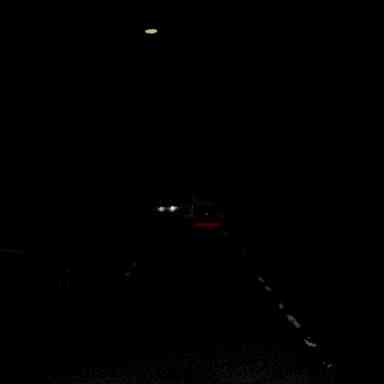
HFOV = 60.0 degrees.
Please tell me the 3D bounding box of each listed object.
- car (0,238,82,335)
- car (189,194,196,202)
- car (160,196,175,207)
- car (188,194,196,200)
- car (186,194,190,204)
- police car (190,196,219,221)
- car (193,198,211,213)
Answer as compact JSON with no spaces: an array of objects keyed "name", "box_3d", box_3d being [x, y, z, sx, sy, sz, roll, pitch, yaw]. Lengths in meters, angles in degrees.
[{"name":"car","box_3d":[-3.601,1.583,5.821,1.895,1.301,4.718,0,0,0]},{"name":"car","box_3d":[1.032,1.237,42.286,2.097,1.767,4.553,0,0,0]},{"name":"car","box_3d":[-3.597,1.347,49.142,1.882,1.535,5.008,0,0,0]},{"name":"car","box_3d":[-0.034,1.159,81.915,1.837,1.490,4.892,0,0,0]},{"name":"car","box_3d":[-0.025,1.322,60.504,1.882,1.535,5.008,0,0,0]},{"name":"police car","box_3d":[1.039,1.351,26.424,1.930,1.638,5.238,0,0,0]},{"name":"car","box_3d":[1.035,1.426,36.315,1.812,1.442,4.674,0,0,0]}]
